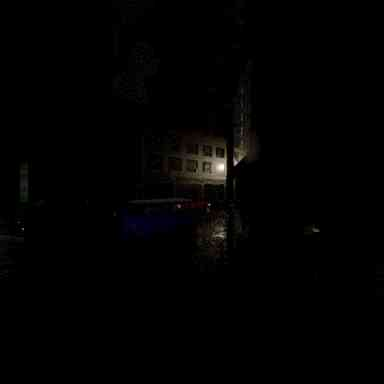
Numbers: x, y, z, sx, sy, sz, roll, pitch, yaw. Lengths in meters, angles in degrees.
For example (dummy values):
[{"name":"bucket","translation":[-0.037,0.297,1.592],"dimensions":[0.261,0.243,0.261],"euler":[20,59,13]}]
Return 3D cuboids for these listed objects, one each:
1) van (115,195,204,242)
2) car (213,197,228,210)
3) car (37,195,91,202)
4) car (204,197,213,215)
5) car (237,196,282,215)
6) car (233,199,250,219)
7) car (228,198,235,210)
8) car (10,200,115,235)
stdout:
[{"name":"van","translation":[-1.366,1.208,15.453],"dimensions":[1.690,1.788,3.998],"euler":[1,1,36]},{"name":"car","translation":[1.474,1.167,34.105],"dimensions":[1.947,1.339,4.313],"euler":[1,2,36]},{"name":"car","translation":[-8.304,1.123,20.406],"dimensions":[2.192,1.841,5.009],"euler":[1,1,36]},{"name":"car","translation":[-0.607,1.062,26.618],"dimensions":[2.097,1.767,4.553],"euler":[0,1,36]},{"name":"car","translation":[6.364,1.186,30.885],"dimensions":[2.033,1.411,5.357],"euler":[0,1,36]},{"name":"car","translation":[5.151,1.280,24.585],"dimensions":[2.008,1.369,4.403],"euler":[1,1,36]},{"name":"car","translation":[5.396,1.074,35.010],"dimensions":[2.128,1.511,4.902],"euler":[0,1,36]},{"name":"car","translation":[-6.592,1.383,18.237],"dimensions":[2.033,1.411,5.357],"euler":[0,1,36]}]
